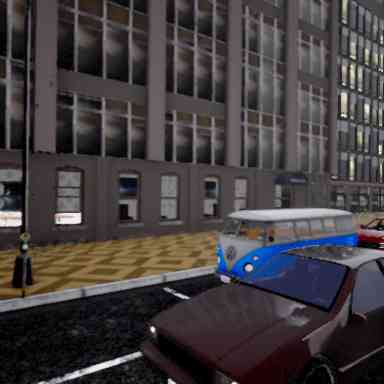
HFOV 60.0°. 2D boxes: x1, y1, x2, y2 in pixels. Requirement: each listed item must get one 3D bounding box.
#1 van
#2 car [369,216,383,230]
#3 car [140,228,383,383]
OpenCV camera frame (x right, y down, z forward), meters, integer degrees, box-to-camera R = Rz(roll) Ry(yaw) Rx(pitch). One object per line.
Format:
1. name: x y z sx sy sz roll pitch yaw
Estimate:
1. van: 2.434 1.324 8.254 3.998 1.788 1.690 0 1 -35
2. car: 7.051 1.518 11.524 4.507 1.381 1.887 0 1 -35
3. car: 2.012 1.536 4.802 5.357 1.411 2.033 0 0 -35
